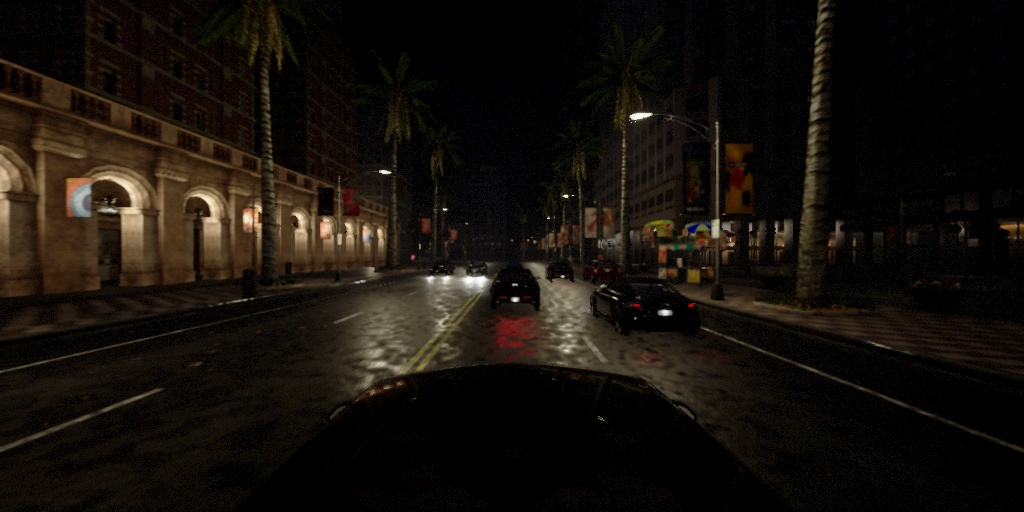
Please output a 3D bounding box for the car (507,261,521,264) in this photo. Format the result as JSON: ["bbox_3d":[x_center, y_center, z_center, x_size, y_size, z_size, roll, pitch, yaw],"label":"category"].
[{"bbox_3d":[0.206,1.220,33.728,1.812,1.442,4.674,0,0,1],"label":"car"}]

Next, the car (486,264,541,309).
[{"bbox_3d":[0.119,1.232,14.689,1.837,1.490,4.892,0,0,0],"label":"car"}]

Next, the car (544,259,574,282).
[{"bbox_3d":[3.655,1.212,28.162,1.837,1.490,4.892,0,0,0],"label":"car"}]

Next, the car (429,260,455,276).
[{"bbox_3d":[-6.972,1.192,35.902,1.837,1.490,4.892,0,0,1],"label":"car"}]

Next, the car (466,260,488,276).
[{"bbox_3d":[-3.469,1.179,36.044,2.128,1.511,4.902,0,0,1],"label":"car"}]

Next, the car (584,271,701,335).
[{"bbox_3d":[3.612,1.302,10.442,1.994,1.385,4.181,0,0,0],"label":"car"}]
